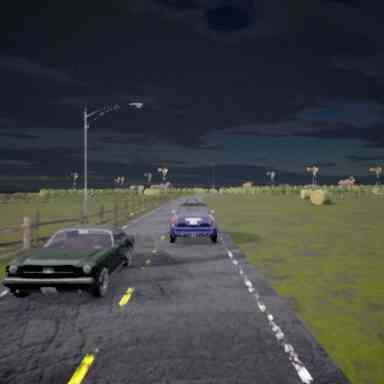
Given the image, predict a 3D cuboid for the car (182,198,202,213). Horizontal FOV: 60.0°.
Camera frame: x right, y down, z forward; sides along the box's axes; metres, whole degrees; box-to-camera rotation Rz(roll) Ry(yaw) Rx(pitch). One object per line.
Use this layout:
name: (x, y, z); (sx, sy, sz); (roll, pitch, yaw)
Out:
car: (0.027, 1.437, 35.952); (1.994, 1.385, 4.181); (0, 0, 0)

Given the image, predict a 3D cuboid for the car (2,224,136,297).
car: (-2.762, 1.574, 8.613); (1.895, 1.301, 4.718); (0, 0, 0)

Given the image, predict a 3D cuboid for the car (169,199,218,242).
car: (0.061, 1.295, 16.217); (2.097, 1.767, 4.553); (0, 0, 0)
